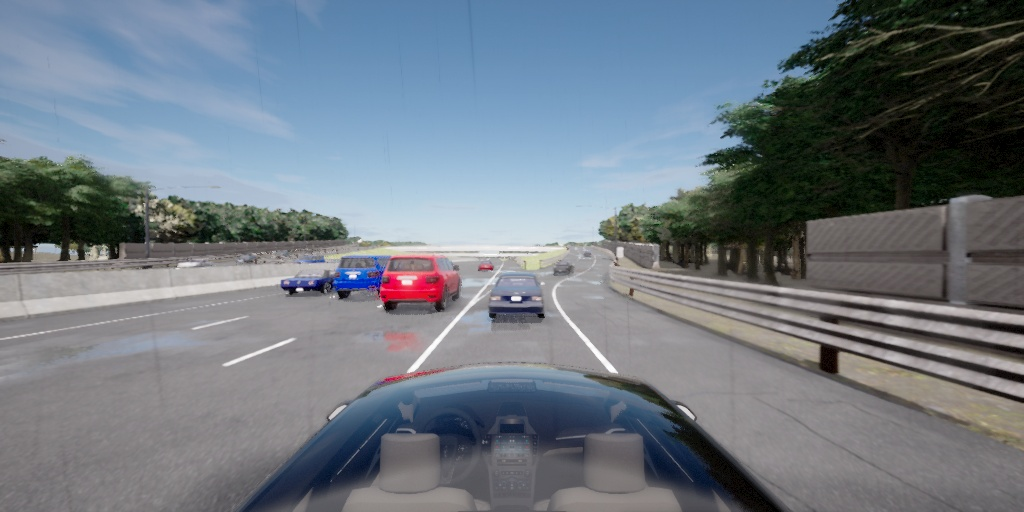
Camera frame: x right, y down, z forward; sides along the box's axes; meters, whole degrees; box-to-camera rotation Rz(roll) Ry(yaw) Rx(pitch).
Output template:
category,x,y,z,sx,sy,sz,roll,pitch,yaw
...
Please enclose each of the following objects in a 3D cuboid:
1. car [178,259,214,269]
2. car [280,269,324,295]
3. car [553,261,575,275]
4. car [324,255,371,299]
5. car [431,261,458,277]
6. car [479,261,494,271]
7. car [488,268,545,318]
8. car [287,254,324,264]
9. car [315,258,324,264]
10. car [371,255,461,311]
category,x,y,z,sx,sy,sz,roll,pitch,yaw
car,-39.842,1.080,45.252,1.895,1.301,4.718,0,1,-19
car,-10.383,1.357,19.761,1.895,1.301,4.718,0,0,0
car,5.900,1.342,40.336,2.128,1.511,4.902,0,1,18
car,-6.884,0.978,18.197,2.150,2.045,5.566,0,0,0
car,-6.900,1.270,37.081,1.837,1.490,4.892,0,0,0
car,-3.552,1.335,50.256,1.994,1.385,4.181,0,0,0
car,0.232,1.302,13.066,2.033,1.411,5.357,0,0,2
car,-28.109,0.987,49.783,2.150,2.045,5.566,0,0,0
car,-24.616,1.313,49.920,2.033,1.411,5.357,0,0,0
car,-3.489,0.980,14.619,2.150,2.045,5.566,0,0,0
